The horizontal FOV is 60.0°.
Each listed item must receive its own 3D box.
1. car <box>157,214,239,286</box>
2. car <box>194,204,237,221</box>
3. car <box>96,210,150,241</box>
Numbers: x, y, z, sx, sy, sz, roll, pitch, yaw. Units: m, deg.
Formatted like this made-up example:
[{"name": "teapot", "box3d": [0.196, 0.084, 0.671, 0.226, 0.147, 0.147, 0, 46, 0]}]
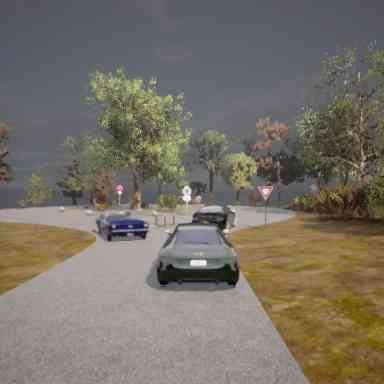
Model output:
[{"name": "car", "box3d": [0.145, 1.555, 9.438, 1.994, 1.385, 4.181, 0, 0, 0]}, {"name": "car", "box3d": [1.450, 1.460, 19.784, 1.882, 1.535, 5.008, 0, 0, 16]}, {"name": "car", "box3d": [-3.599, 1.585, 16.780, 1.895, 1.301, 4.718, 0, 0, -24]}]
